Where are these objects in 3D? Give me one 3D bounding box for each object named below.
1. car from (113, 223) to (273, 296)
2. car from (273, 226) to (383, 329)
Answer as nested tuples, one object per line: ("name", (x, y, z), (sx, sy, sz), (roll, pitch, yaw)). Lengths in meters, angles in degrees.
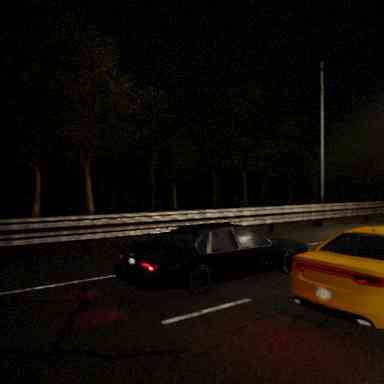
("car", (0.746, 1.514, 8.581), (5.357, 1.411, 2.033), (0, 0, -36))
("car", (4.083, 1.435, 6.665), (5.008, 1.535, 1.882), (0, 0, -36))
